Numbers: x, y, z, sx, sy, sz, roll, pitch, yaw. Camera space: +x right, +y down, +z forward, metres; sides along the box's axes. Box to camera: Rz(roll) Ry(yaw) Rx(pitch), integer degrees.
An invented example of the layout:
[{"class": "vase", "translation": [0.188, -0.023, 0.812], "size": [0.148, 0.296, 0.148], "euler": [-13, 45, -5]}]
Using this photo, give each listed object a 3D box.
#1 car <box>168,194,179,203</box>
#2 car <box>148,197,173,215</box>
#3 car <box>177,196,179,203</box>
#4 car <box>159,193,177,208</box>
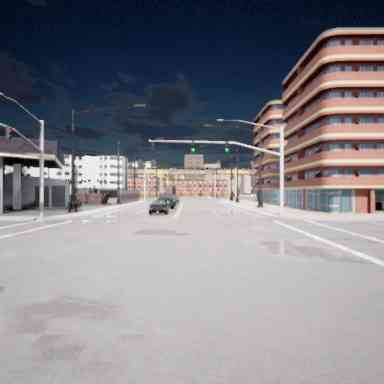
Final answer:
[{"class": "car", "translation": [-3.725, 1.328, 67.890], "size": [2.097, 1.767, 4.553], "euler": [0, 0, 0]}, {"class": "car", "translation": [-3.324, 1.535, 34.159], "size": [2.033, 1.411, 5.357], "euler": [0, 0, -2]}, {"class": "car", "translation": [-3.587, 1.333, 54.418], "size": [2.097, 1.767, 4.553], "euler": [0, 0, 0]}, {"class": "car", "translation": [-3.475, 1.205, 44.344], "size": [2.150, 2.045, 5.566], "euler": [0, 0, -1]}]
